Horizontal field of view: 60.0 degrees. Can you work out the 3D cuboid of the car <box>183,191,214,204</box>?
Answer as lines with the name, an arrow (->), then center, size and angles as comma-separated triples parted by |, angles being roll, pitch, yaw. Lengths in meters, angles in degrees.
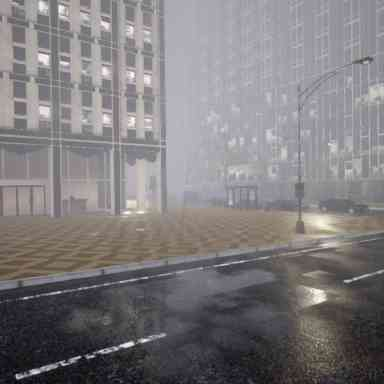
car -> 0.654, 0.832, 53.735 | 2.150, 2.045, 5.566 | -1, 3, -34

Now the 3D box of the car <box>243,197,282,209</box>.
car -> 8.777, 1.354, 41.863 | 1.895, 1.301, 4.718 | -1, 1, -34

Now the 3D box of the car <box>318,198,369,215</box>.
car -> 14.889, 1.356, 32.925 | 1.837, 1.490, 4.892 | -1, 1, -34

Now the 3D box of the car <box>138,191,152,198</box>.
car -> -11.624, 0.685, 81.870 | 1.967, 1.590, 4.097 | 0, 1, -34

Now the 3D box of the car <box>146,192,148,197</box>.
car -> -8.410, 0.614, 77.181 | 2.192, 1.841, 5.009 | 0, 1, -34

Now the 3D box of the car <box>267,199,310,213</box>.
car -> 10.281, 1.423, 34.872 | 1.947, 1.339, 4.313 | -1, 1, -34

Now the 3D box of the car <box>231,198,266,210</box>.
car -> 7.082, 1.387, 39.572 | 1.802, 1.307, 4.206 | -1, 1, -34

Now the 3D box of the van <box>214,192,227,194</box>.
van -> 4.445, 0.854, 58.430 | 1.690, 1.788, 3.998 | -1, 1, -34

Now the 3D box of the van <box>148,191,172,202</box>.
van -> -5.680, 0.936, 58.381 | 1.690, 1.788, 3.998 | 0, 1, -34

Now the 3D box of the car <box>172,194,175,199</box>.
car -> -5.196, 0.935, 72.497 | 1.802, 1.307, 4.206 | 0, 1, -34

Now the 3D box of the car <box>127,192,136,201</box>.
car -> -12.108, 1.038, 67.759 | 2.008, 1.369, 4.403 | 0, 1, -34

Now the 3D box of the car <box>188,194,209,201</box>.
car -> 1.232, 1.042, 63.121 | 1.802, 1.307, 4.206 | -1, 1, -34

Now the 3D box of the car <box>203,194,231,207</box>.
car -> 3.916, 1.318, 44.292 | 1.947, 1.339, 4.313 | -1, 1, -34

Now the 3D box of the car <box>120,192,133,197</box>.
car -> -18.051, 0.687, 91.247 | 2.008, 1.369, 4.403 | 0, 1, -34
